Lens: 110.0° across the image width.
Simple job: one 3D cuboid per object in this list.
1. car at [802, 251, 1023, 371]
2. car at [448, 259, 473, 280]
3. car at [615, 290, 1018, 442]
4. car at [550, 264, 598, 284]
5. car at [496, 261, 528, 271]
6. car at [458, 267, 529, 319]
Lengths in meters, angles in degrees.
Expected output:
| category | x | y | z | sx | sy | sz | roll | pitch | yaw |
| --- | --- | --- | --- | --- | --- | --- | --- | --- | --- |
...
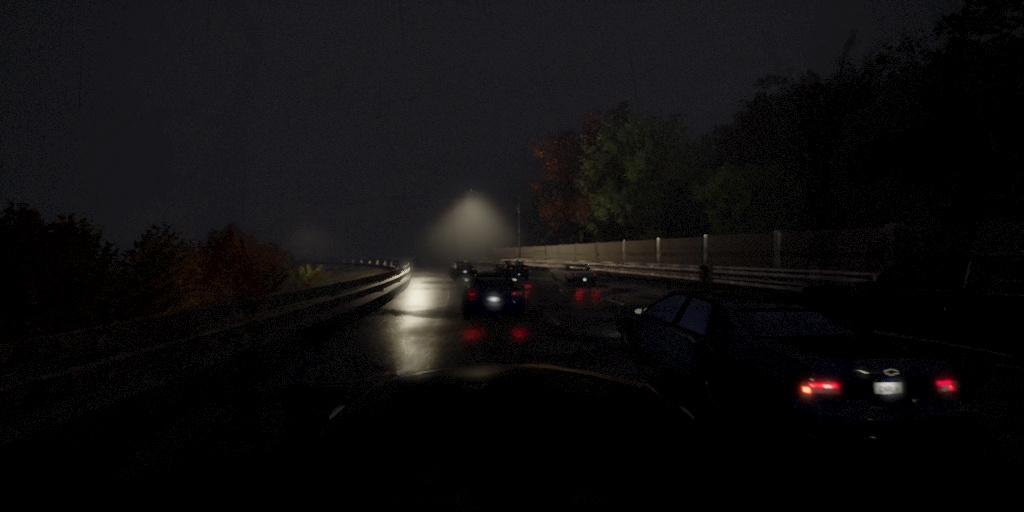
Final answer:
| category | x | y | z | sx | sy | sz | roll | pitch | yaw |
| --- | --- | --- | --- | --- | --- | --- | --- | --- | --- |
| car | 7.940 | 0.934 | 6.024 | 2.150 | 2.045 | 5.566 | 0 | 1 | -12 |
| car | -4.168 | 1.188 | 29.880 | 1.994 | 1.385 | 4.181 | 0 | 0 | -15 |
| car | 3.391 | 1.270 | 5.857 | 2.033 | 1.411 | 5.357 | 0 | 0 | -3 |
| car | 4.245 | 1.227 | 25.435 | 1.895 | 1.301 | 4.718 | 0 | 0 | -12 |
| car | -0.109 | 1.113 | 28.328 | 2.128 | 1.511 | 4.902 | 0 | 0 | -15 |
| car | -0.742 | 1.263 | 12.666 | 1.994 | 1.385 | 4.181 | 0 | 0 | -6 |
